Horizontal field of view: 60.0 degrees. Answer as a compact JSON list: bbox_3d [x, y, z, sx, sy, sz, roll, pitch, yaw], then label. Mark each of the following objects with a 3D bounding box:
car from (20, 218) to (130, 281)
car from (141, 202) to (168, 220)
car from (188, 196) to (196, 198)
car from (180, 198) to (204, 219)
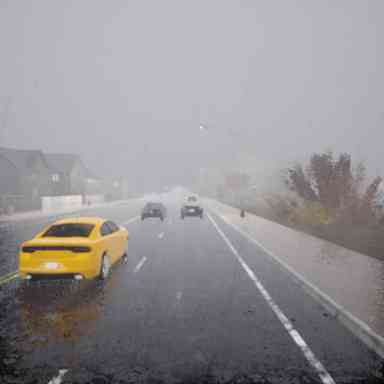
[{"bbox_3d":[-3.148,1.495,9.927,1.882,1.535,5.008,0,0,0],"label":"car"},{"bbox_3d":[-3.144,1.582,28.202,2.033,1.411,5.357,0,0,0],"label":"car"},{"bbox_3d":[0.024,1.556,60.738,2.033,1.649,4.856,0,-2,0],"label":"car"},{"bbox_3d":[0.017,1.572,29.561,2.163,1.488,4.792,0,0,0],"label":"car"}]
